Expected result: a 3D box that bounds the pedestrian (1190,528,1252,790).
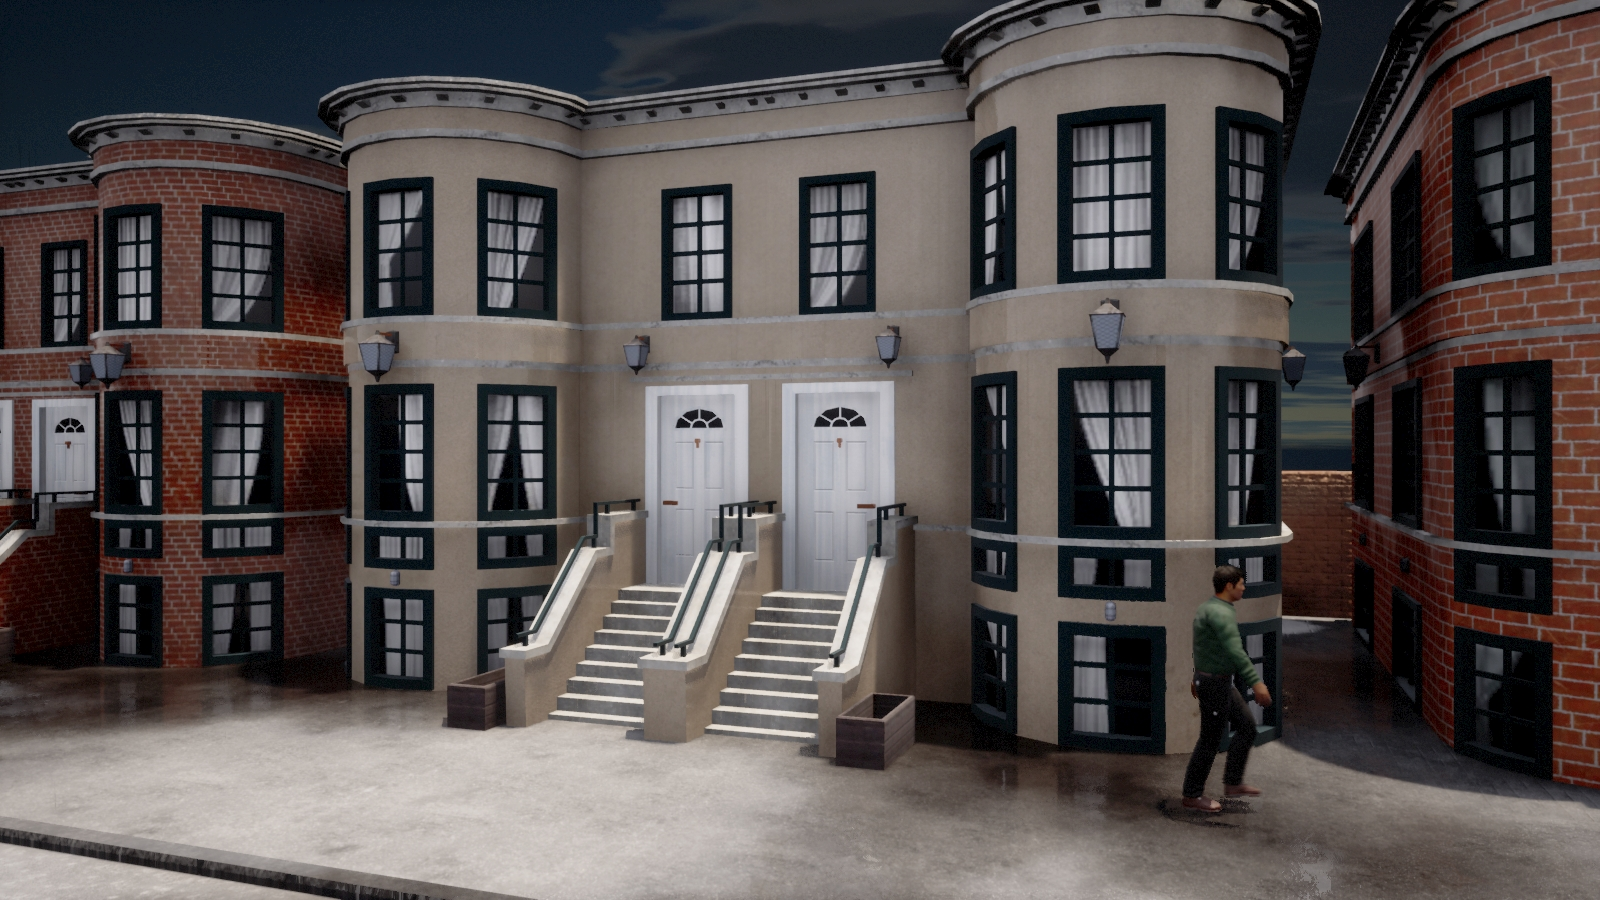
[{"bbox_3d":[3.116,1.525,8.474,0.375,1.860,0.375,0,0,11],"label":"pedestrian"}]
